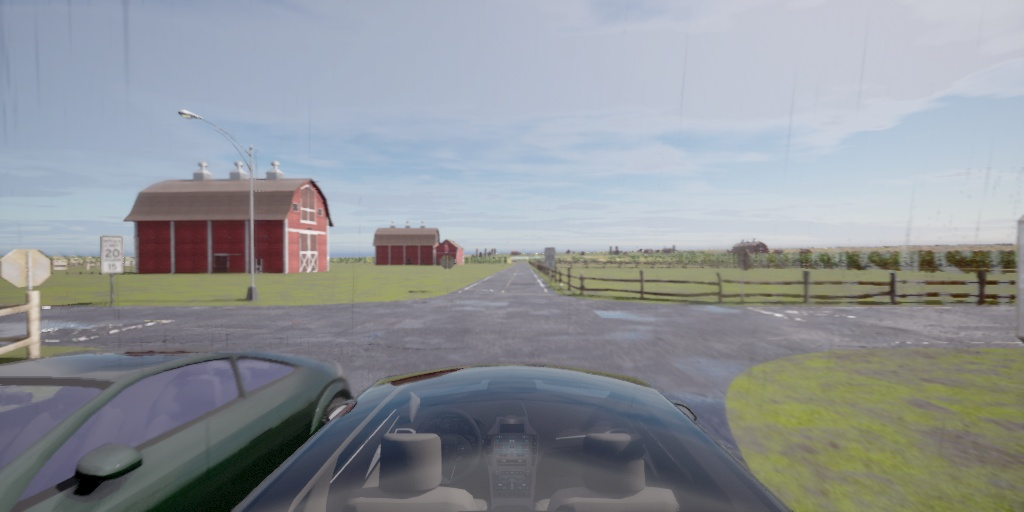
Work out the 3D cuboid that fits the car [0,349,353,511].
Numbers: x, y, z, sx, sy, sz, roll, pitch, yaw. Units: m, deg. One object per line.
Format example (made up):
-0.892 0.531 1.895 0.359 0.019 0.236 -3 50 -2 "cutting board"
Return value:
-2.674 1.338 2.052 1.994 1.385 4.181 0 -1 2 "car"
